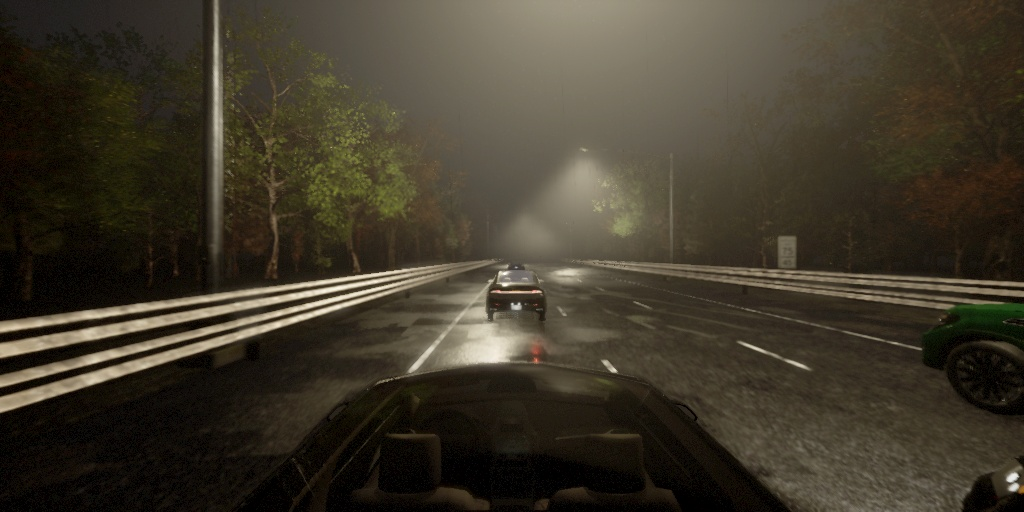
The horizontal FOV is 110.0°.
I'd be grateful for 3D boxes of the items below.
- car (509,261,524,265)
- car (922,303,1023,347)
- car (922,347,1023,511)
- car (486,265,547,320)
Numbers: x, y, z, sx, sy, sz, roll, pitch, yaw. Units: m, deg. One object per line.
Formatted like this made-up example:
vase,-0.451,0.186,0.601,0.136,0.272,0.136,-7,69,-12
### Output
car,0.544,1.309,43.372,1.994,1.385,4.181,0,0,1
car,7.102,0.970,2.820,2.150,2.045,5.566,0,0,0
car,3.606,1.314,0.281,1.994,1.385,4.181,0,0,0
car,0.143,1.241,12.567,2.128,1.511,4.902,0,0,0
